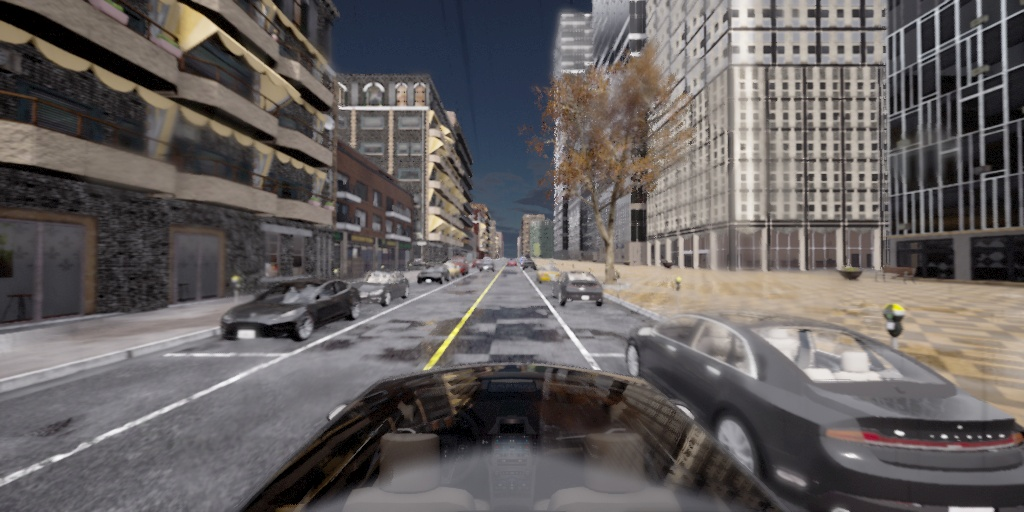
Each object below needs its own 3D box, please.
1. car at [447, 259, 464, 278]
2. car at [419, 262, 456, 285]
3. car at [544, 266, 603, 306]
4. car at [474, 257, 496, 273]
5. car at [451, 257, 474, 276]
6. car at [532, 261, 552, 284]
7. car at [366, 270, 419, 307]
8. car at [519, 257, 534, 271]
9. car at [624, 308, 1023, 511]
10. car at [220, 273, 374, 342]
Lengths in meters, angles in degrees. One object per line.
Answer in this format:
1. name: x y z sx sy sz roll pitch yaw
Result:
1. car: -5.679 1.278 31.973 1.751 1.417 4.829 0 0 0
2. car: -5.681 1.318 26.574 1.948 1.339 4.313 0 0 0
3. car: 2.696 1.301 15.430 2.007 1.370 4.403 0 0 0
4. car: -3.069 1.248 44.655 2.128 1.511 4.902 0 0 0
5. car: -5.676 1.069 37.714 2.192 1.841 5.009 0 0 0
6. car: 2.700 1.278 26.740 1.751 1.417 4.829 0 0 0
7. car: -5.685 1.301 15.435 2.007 1.370 4.403 0 0 0
8. car: 2.372 1.264 50.532 1.837 1.490 4.892 0 0 0
9. car: 2.692 1.301 4.291 2.007 1.370 4.403 0 0 0
10. car: -5.687 1.315 9.865 1.948 1.339 4.313 0 0 0
